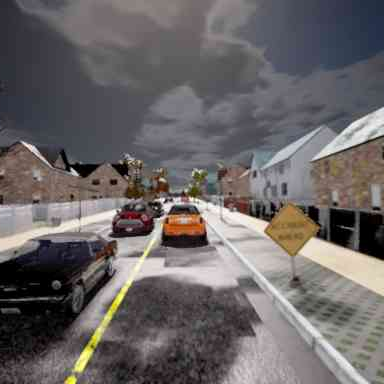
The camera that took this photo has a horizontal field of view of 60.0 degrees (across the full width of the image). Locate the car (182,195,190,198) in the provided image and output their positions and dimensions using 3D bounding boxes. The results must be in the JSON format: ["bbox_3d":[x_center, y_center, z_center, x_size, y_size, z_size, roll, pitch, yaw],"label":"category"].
[{"bbox_3d":[-1.574,1.610,77.486,2.097,1.767,4.553,-3,-1,-2],"label":"car"}]

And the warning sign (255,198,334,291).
[{"bbox_3d":[2.266,1.127,7.564,1.300,1.860,1.060,-3,-3,-2],"label":"warning sign"}]

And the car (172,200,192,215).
[{"bbox_3d":[-1.099,1.697,37.280,2.033,1.411,5.357,-1,0,-2],"label":"car"}]

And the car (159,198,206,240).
[{"bbox_3d":[-0.433,1.422,17.645,2.097,1.767,4.553,0,0,-2],"label":"car"}]

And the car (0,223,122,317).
[{"bbox_3d":[-3.060,1.658,7.681,1.895,1.301,4.718,-1,0,-2],"label":"car"}]

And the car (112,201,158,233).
[{"bbox_3d":[-3.469,1.460,20.334,2.097,1.767,4.553,-1,0,-2],"label":"car"}]
